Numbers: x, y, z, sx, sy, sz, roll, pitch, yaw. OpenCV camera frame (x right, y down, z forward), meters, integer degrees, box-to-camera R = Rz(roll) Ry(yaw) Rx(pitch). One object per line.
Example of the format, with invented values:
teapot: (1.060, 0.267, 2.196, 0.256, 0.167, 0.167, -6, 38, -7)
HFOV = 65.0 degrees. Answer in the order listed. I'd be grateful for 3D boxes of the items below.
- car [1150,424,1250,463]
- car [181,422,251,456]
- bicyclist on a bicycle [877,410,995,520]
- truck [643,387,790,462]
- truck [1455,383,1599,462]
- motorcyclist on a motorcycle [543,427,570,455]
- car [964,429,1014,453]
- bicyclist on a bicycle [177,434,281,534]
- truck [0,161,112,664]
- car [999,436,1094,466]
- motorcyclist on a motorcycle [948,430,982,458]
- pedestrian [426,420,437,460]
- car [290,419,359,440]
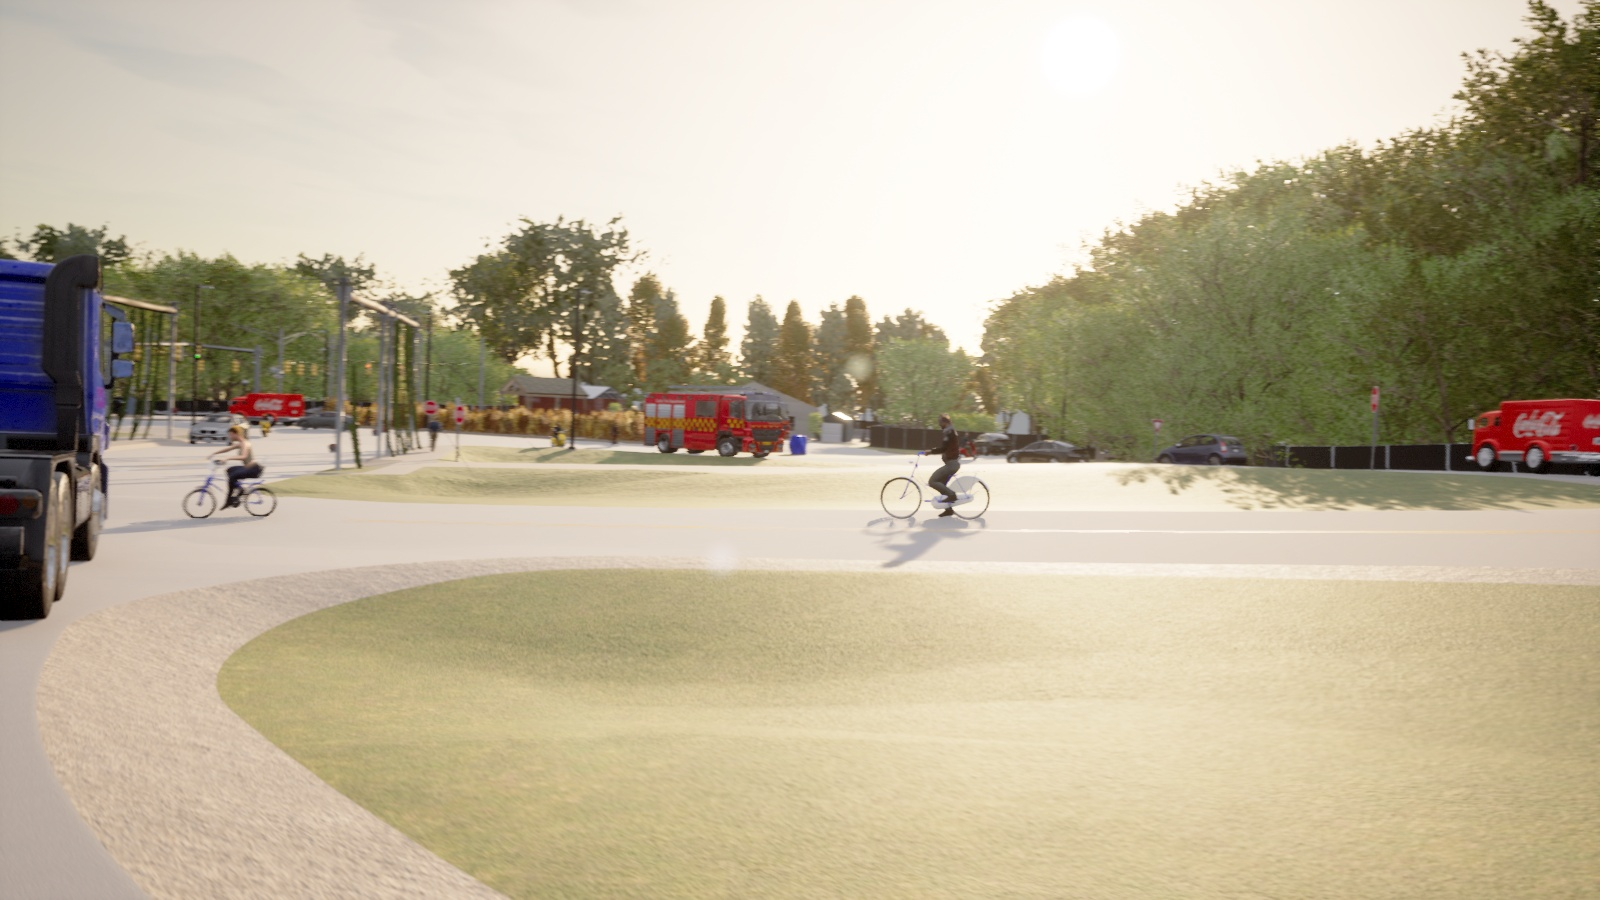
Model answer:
car: (18.000, -0.272, 56.653, 1.851, 1.617, 3.988, 0, -2, -35)
car: (-31.117, -0.629, 67.022, 2.242, 1.667, 4.611, 1, 1, -10)
bicyclist on a bicycle: (2.268, 0.248, 20.859, 1.843, 1.776, 0.659, -1, 2, 14)
truck: (-4.654, -1.478, 68.138, 8.468, 3.827, 2.891, 3, 3, 43)
truck: (25.091, -0.870, 42.494, 2.627, 2.467, 5.204, 1, 0, -7)
motorcyclist on a motorcycle: (-14.556, -0.549, 75.009, 0.866, 1.590, 1.817, 0, 2, -37)
car: (12.578, -0.571, 83.856, 1.837, 1.490, 4.892, 1, 0, -11)
bicyclist on a bicycle: (-9.836, 0.558, 21.640, 1.509, 1.612, 0.866, -2, 4, -30)
truck: (-8.297, -0.295, 11.709, 2.891, 3.462, 7.936, 1, 0, -26)
car: (12.579, 0.044, 64.404, 1.837, 1.490, 4.892, 0, 0, -34)
motorcyclist on a motorcycle: (9.530, -0.355, 72.473, 1.817, 1.590, 0.866, 0, 1, -32)
pedestrian: (-18.405, -0.492, 62.719, 0.423, 1.949, 0.788, 1, 3, -11)
car: (-33.961, -1.475, 89.687, 4.181, 1.385, 1.994, 1, 3, -1)
